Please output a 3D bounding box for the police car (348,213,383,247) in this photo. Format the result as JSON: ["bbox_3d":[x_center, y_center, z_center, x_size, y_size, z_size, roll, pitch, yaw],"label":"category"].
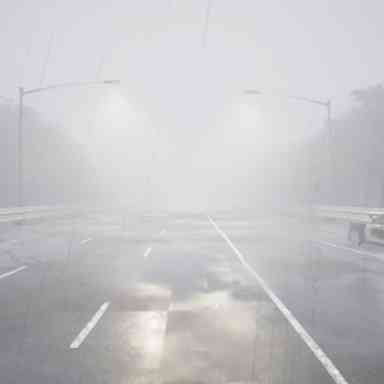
[{"bbox_3d":[8.156,1.469,12.956,1.930,1.638,5.238,0,-1,-10],"label":"police car"}]
